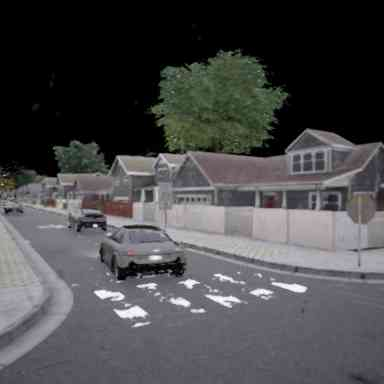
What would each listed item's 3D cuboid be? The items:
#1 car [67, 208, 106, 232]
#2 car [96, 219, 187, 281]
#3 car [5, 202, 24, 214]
[{"bbox_3d":[-7.181,1.833,22.576,1.837,1.490,4.892,2,-2,-30],"label":"car"},{"bbox_3d":[-1.690,1.736,10.569,1.994,1.385,4.181,0,-1,-22],"label":"car"},{"bbox_3d":[-23.072,2.043,43.166,1.882,1.535,5.008,1,-1,-32],"label":"car"}]
